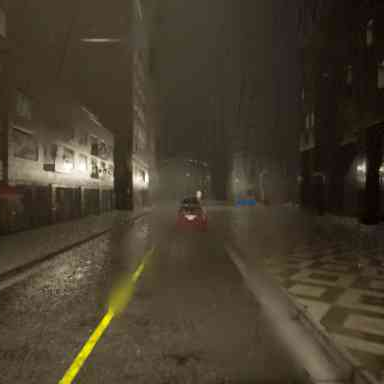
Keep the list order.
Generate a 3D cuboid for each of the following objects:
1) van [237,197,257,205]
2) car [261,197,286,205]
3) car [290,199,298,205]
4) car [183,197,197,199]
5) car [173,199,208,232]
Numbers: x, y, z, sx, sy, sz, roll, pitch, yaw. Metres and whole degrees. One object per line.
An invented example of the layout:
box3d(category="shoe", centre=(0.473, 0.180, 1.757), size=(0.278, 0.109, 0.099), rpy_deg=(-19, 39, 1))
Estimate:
box3d(category="van", centre=(11.122, 1.933, 68.325), size=(3.998, 1.788, 1.690), rpy_deg=(0, 0, -1))
box3d(category="car", centre=(16.761, 1.896, 68.462), size=(5.009, 1.841, 2.192), rpy_deg=(0, 0, -1))
box3d(category="car", centre=(22.400, 2.134, 68.597), size=(4.313, 1.339, 1.947), rpy_deg=(0, 0, -1))
box3d(category="car", centre=(-0.232, 1.588, 37.945), size=(2.150, 2.045, 5.566), rpy_deg=(0, 0, 0))
box3d(category="car", centre=(-0.092, 1.578, 21.737), size=(2.097, 1.767, 4.553), rpy_deg=(0, 0, 0))
